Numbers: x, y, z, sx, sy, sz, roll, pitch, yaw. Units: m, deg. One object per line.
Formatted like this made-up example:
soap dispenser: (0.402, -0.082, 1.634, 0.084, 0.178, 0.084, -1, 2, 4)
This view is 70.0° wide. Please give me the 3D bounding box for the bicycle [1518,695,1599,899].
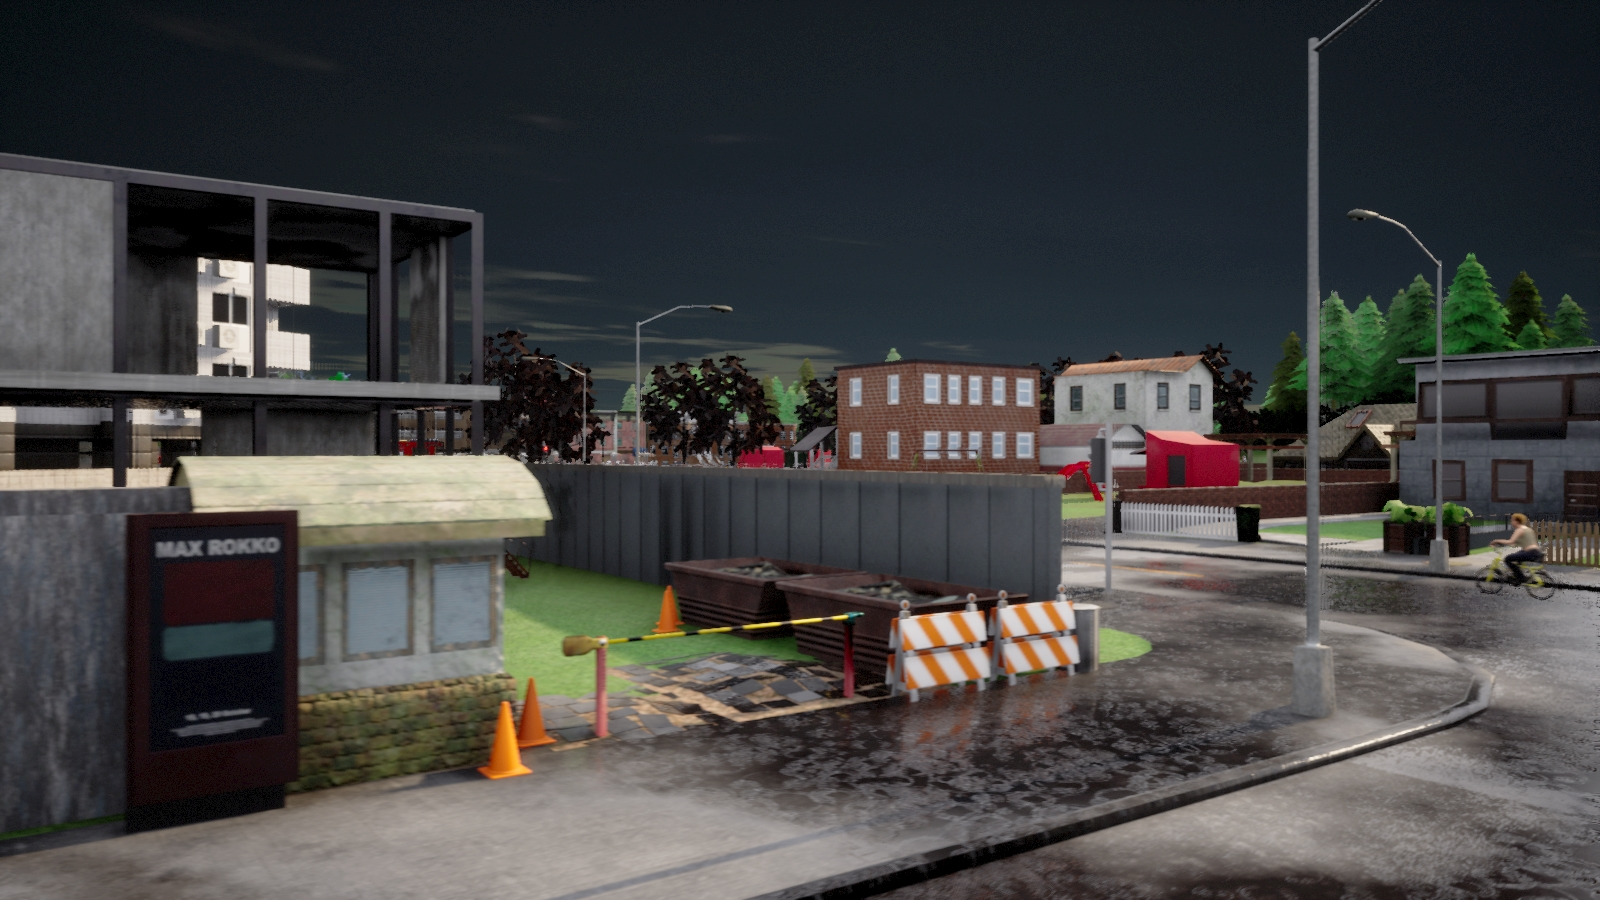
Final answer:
bicycle: (4.347, 2.060, 5.982, 1.835, 1.471, 0.329, 1, -1, -36)
